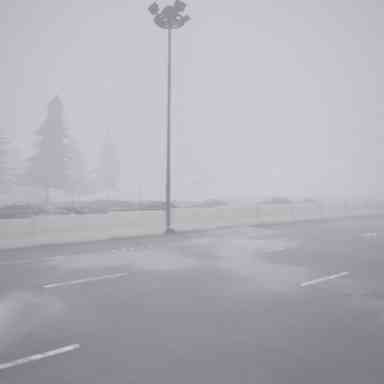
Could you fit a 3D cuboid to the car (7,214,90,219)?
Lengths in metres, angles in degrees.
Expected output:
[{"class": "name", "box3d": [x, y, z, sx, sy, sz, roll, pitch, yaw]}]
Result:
[{"class": "car", "box3d": [-8.041, 1.563, 19.747, 4.718, 1.301, 1.895, 0, 0, -35]}]

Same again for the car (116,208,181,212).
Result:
[{"class": "car", "box3d": [-2.765, 1.276, 23.376, 4.181, 1.385, 1.994, 0, 0, -35]}]

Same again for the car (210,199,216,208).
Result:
[{"class": "car", "box3d": [2.167, 1.401, 35.533, 4.181, 1.385, 1.994, -1, 0, -35]}]

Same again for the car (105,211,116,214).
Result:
[{"class": "car", "box3d": [-4.790, 1.519, 26.231, 4.181, 1.385, 1.994, 0, 0, -35]}]

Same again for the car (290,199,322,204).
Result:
[{"class": "car", "box3d": [11.599, 1.358, 33.570, 4.181, 1.385, 1.994, 0, 0, -35]}]
